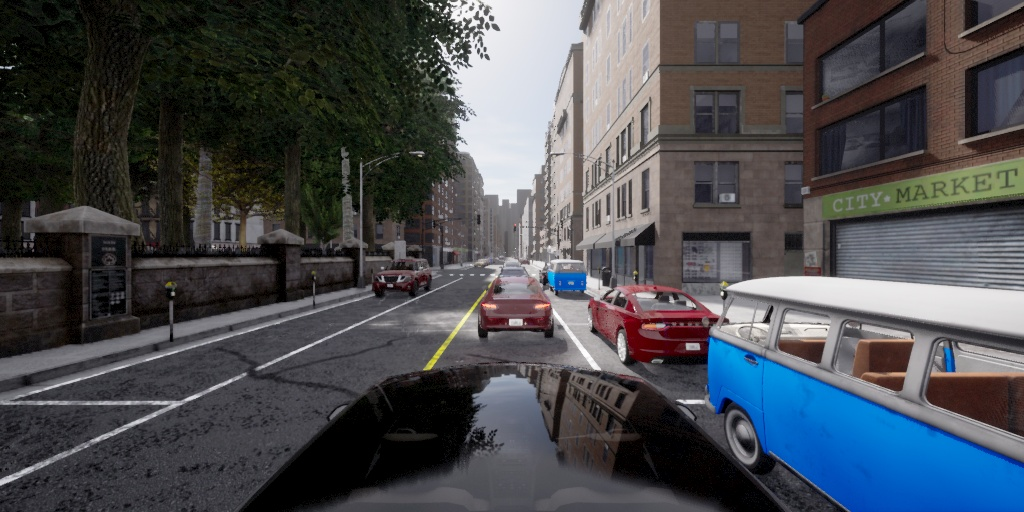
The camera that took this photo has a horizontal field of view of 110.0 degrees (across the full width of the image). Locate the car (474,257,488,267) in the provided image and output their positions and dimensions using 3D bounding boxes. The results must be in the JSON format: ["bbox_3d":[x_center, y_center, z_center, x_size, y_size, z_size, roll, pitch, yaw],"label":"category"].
[{"bbox_3d":[-5.633,1.229,62.696,1.751,1.417,4.829,0,0,0],"label":"car"}]

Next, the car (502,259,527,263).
[{"bbox_3d":[0.020,1.242,29.417,1.837,1.490,4.892,0,0,0],"label":"car"}]

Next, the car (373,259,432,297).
[{"bbox_3d":[-5.658,1.060,19.177,2.192,1.841,5.009,0,0,0],"label":"car"}]

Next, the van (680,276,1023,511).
[{"bbox_3d":[2.857,1.091,2.230,1.690,1.789,3.998,0,0,0],"label":"van"}]

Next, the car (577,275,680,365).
[{"bbox_3d":[2.860,1.294,7.891,1.888,1.381,4.507,0,0,0],"label":"car"}]

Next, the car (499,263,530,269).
[{"bbox_3d":[0.107,1.292,19.672,2.033,1.411,5.357,0,0,1],"label":"car"}]

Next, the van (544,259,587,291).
[{"bbox_3d":[2.867,1.086,19.212,1.690,1.789,3.998,0,0,0],"label":"van"}]

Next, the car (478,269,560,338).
[{"bbox_3d":[0.100,1.275,10.093,1.812,1.442,4.674,0,0,0],"label":"car"}]
